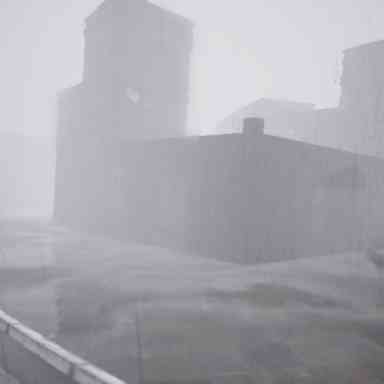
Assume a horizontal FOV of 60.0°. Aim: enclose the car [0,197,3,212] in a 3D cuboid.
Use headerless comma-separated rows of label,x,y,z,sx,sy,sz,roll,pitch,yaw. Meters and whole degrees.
car,-24.539,1.493,39.109,2.150,2.045,5.566,4,-2,0
